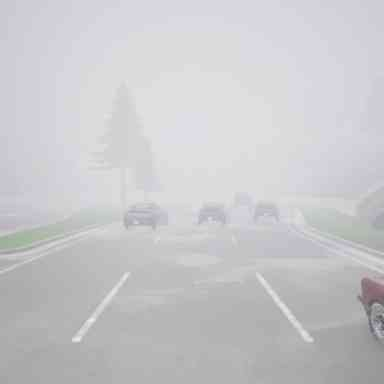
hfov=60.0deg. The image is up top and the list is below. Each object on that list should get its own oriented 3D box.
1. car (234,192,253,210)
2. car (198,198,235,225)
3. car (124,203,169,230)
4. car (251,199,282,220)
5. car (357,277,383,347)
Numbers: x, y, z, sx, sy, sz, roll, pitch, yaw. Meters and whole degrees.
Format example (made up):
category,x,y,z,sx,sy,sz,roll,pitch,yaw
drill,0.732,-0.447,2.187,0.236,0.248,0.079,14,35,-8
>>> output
category,x,y,z,sx,sy,sz,roll,pitch,yaw
car,6.326,1.051,41.014,2.150,2.045,5.566,1,1,11
car,1.660,1.407,23.396,1.837,1.490,4.892,0,1,12
car,-2.650,1.406,20.227,2.128,1.511,4.902,0,0,8
car,6.108,1.391,26.900,1.837,1.490,4.892,0,0,15
car,3.606,1.586,3.268,1.895,1.301,4.718,0,0,0
